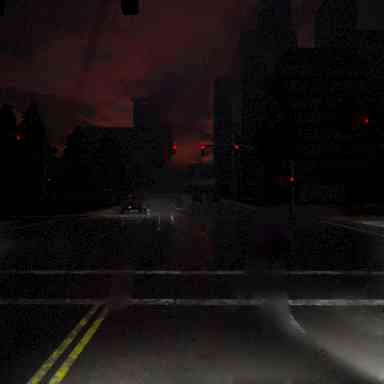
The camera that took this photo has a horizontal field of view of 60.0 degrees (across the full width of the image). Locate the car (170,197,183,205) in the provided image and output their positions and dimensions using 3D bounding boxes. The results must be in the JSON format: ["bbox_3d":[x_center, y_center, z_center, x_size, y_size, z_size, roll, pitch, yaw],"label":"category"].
[{"bbox_3d":[-2.675,1.547,58.300,2.033,1.411,5.357,0,0,1],"label":"car"}]

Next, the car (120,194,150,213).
[{"bbox_3d":[-6.386,1.221,37.064,2.150,2.045,5.566,0,0,1],"label":"car"}]

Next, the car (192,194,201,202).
[{"bbox_3d":[1.071,1.355,76.915,2.097,1.767,4.553,0,0,1],"label":"car"}]

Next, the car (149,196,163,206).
[{"bbox_3d":[-6.193,1.505,57.004,1.837,1.490,4.892,0,0,0],"label":"car"}]

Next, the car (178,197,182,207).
[{"bbox_3d":[-2.785,1.564,47.976,1.994,1.385,4.181,0,0,1],"label":"car"}]

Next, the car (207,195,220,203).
[{"bbox_3d":[4.589,1.547,67.299,2.033,1.411,5.357,0,0,1],"label":"car"}]

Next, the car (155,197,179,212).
[{"bbox_3d":[-2.866,1.601,39.174,1.895,1.301,4.718,0,0,1],"label":"car"}]

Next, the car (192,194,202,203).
[{"bbox_3d":[1.094,1.564,68.307,1.994,1.385,4.181,0,0,1],"label":"car"}]

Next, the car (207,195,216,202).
[{"bbox_3d":[4.573,1.478,77.121,1.882,1.535,5.008,0,0,1],"label":"car"}]

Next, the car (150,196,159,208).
[{"bbox_3d":[-6.295,1.491,46.945,2.128,1.511,4.902,0,0,1],"label":"car"}]
